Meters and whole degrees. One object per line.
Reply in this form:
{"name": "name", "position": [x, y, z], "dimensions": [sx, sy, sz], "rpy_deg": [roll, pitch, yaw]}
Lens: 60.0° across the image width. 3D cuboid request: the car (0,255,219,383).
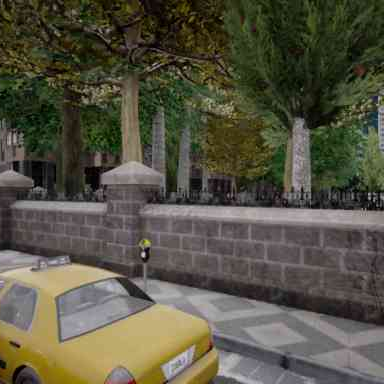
{"name": "car", "position": [-1.997, 1.525, 4.383], "dimensions": [4.829, 1.417, 1.752], "rpy_deg": [0, 0, 35]}
